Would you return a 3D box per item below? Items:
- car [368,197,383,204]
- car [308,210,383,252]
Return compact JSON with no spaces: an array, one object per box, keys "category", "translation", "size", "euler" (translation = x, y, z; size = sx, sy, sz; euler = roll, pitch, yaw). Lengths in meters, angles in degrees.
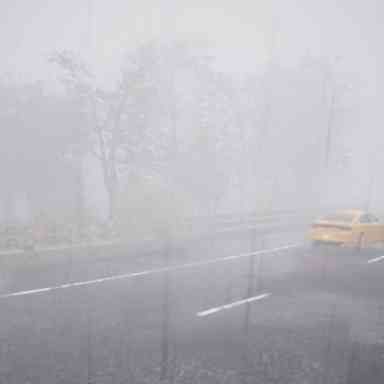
[{"category":"car","translation":[38.089,1.748,69.112],"size":[1.994,1.385,4.181],"euler":[0,0,10]},{"category":"car","translation":[6.871,1.528,14.262],"size":[5.008,1.535,1.882],"euler":[0,0,-43]}]
